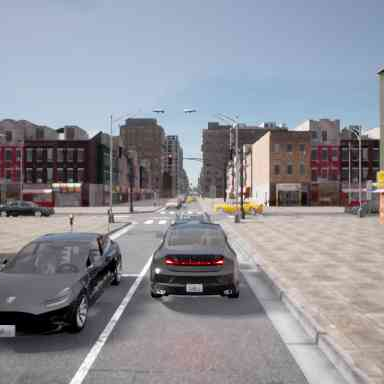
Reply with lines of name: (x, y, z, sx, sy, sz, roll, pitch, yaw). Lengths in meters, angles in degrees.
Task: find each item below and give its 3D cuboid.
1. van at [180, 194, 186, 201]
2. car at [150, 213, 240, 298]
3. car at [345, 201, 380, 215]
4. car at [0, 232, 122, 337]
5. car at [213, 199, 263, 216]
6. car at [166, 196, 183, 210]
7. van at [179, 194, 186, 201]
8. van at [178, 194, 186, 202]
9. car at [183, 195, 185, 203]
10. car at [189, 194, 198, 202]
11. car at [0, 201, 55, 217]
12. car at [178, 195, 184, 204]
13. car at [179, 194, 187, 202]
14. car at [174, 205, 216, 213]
van: (-2.470, 1.561, 95.038, 1.690, 1.788, 3.998, 0, 0, 0)
car: (0.085, 1.508, 8.496, 1.837, 1.490, 4.892, 0, 0, 1)
car: (17.193, 1.564, 32.358, 4.181, 1.385, 1.994, 0, 0, 0)
car: (-2.622, 1.568, 6.819, 1.947, 1.339, 4.313, 0, 0, 0)
car: (4.563, 1.509, 33.135, 5.008, 1.535, 1.882, 0, 0, 11)
car: (-2.557, 1.576, 44.419, 1.752, 1.417, 4.829, 0, 0, 0)
van: (-2.479, 1.538, 89.432, 1.690, 1.788, 3.998, 0, 0, 0)
van: (-2.489, 1.516, 83.827, 1.690, 1.788, 3.998, 0, 0, 0)
car: (-2.538, 1.661, 55.799, 1.802, 1.307, 4.206, 0, 0, 0)
car: (0.145, 1.655, 84.383, 1.882, 1.535, 5.008, 0, 0, 0)
car: (-14.713, 1.543, 29.512, 4.892, 1.490, 1.837, 0, 0, 0)
car: (-2.547, 1.609, 50.193, 1.887, 1.381, 4.507, 0, 0, 0)
car: (-2.519, 1.554, 67.010, 1.967, 1.590, 4.097, 0, 0, 0)
car: (0.059, 1.610, 17.707, 1.895, 1.301, 4.718, 0, 0, 1)
